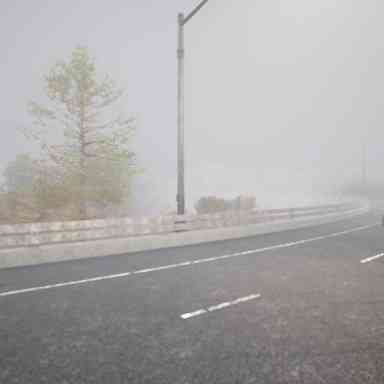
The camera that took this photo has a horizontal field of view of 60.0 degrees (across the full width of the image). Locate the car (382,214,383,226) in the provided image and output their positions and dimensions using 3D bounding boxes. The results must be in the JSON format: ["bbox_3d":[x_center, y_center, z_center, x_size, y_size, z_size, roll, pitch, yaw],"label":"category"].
[{"bbox_3d":[14.120,1.544,22.138,1.994,1.385,4.181,0,0,41],"label":"car"}]
